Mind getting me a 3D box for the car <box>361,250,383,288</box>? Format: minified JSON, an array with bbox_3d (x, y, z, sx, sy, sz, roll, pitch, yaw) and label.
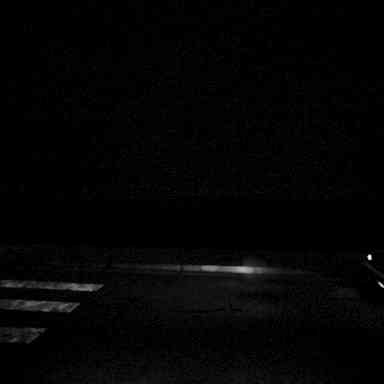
[{"bbox_3d":[5.957,1.554,6.352,4.718,1.301,1.895,1,1,7],"label":"car"}]
